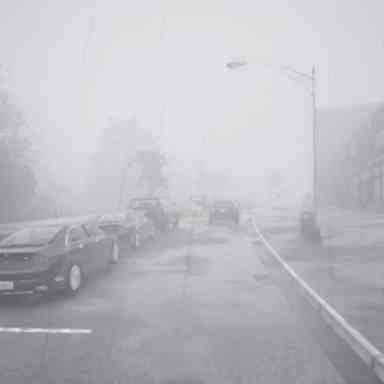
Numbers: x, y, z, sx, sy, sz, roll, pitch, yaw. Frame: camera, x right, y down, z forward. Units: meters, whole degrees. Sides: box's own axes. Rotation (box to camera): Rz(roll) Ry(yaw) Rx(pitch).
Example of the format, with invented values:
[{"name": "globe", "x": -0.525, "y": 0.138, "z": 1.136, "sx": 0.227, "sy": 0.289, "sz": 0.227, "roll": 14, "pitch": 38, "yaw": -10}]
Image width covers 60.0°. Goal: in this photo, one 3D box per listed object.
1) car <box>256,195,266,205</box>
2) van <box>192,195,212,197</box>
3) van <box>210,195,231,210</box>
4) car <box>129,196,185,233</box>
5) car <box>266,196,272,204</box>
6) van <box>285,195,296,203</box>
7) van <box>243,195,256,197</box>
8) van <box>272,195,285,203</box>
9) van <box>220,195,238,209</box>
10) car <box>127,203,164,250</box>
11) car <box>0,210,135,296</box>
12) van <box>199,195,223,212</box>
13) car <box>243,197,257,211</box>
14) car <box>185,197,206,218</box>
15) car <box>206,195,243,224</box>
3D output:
[{"name": "car", "x": 12.616, "y": 1.665, "z": 67.706, "sx": 2.435, "sy": 2.045, "sz": 5.566, "roll": -2, "pitch": 0, "yaw": 24}, {"name": "van", "x": 0.964, "y": 1.359, "z": 36.416, "sx": 1.878, "sy": 1.987, "sz": 4.442, "roll": -3, "pitch": 0, "yaw": 12}, {"name": "van", "x": 4.102, "y": 1.446, "z": 47.150, "sx": 1.878, "sy": 1.987, "sz": 4.442, "roll": -3, "pitch": 0, "yaw": 17}, {"name": "car", "x": -2.241, "y": 1.259, "z": 19.871, "sx": 2.435, "sy": 2.045, "sz": 5.566, "roll": -3, "pitch": 0, "yaw": 8}, {"name": "car", "x": 15.210, "y": 2.016, "z": 72.624, "sx": 2.002, "sy": 1.452, "sz": 4.674, "roll": -2, "pitch": 0, "yaw": 28}, {"name": "van", "x": 26.135, "y": 1.933, "z": 90.795, "sx": 1.878, "sy": 1.987, "sz": 4.442, "roll": -2, "pitch": 0, "yaw": 31}, {"name": "van", "x": 10.230, "y": 1.626, "z": 62.748, "sx": 1.878, "sy": 1.987, "sz": 4.442, "roll": -2, "pitch": 0, "yaw": 23}, {"name": "van", "x": 20.834, "y": 1.853, "z": 82.373, "sx": 1.878, "sy": 1.987, "sz": 4.442, "roll": -2, "pitch": 0, "yaw": 31}, {"name": "van", "x": 5.933, "y": 1.500, "z": 52.421, "sx": 1.878, "sy": 1.987, "sz": 4.442, "roll": -2, "pitch": 0, "yaw": 18}, {"name": "car", "x": -2.887, "y": 1.501, "z": 14.282, "sx": 2.231, "sy": 1.521, "sz": 4.892, "roll": -3, "pitch": 0, "yaw": 5}, {"name": "car", "x": -3.343, "y": 1.492, "z": 8.709, "sx": 2.231, "sy": 1.521, "sz": 4.892, "roll": -3, "pitch": 0, "yaw": 5}, {"name": "van", "x": 2.441, "y": 1.399, "z": 41.812, "sx": 1.878, "sy": 1.987, "sz": 4.442, "roll": -3, "pitch": 0, "yaw": 17}, {"name": "car", "x": 6.711, "y": 1.678, "z": 42.484, "sx": 1.994, "sy": 1.385, "sz": 4.181, "roll": -1, "pitch": -1, "yaw": 16}, {"name": "car", "x": -0.270, "y": 1.548, "z": 31.036, "sx": 1.946, "sy": 1.575, "sz": 5.366, "roll": -3, "pitch": 0, "yaw": 13}, {"name": "car", "x": 2.588, "y": 1.377, "z": 25.436, "sx": 2.097, "sy": 1.767, "sz": 4.553, "roll": 0, "pitch": 0, "yaw": 10}]
